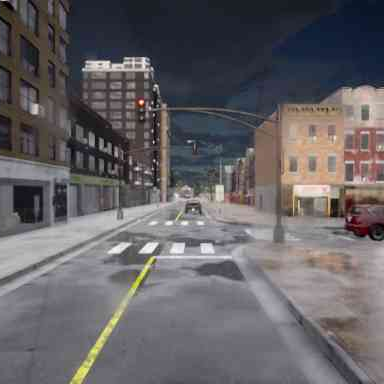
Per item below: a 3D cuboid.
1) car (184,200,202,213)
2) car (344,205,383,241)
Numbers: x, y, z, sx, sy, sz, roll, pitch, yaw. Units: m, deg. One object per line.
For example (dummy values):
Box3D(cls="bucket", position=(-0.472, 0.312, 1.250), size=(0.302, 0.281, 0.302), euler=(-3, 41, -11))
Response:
Box3D(cls="car", position=(0.163, 1.720, 39.836), size=(1.837, 1.490, 4.892), euler=(0, -1, 0))
Box3D(cls="car", position=(10.843, 1.635, 17.854), size=(5.009, 1.841, 2.192), euler=(1, -1, 0))
